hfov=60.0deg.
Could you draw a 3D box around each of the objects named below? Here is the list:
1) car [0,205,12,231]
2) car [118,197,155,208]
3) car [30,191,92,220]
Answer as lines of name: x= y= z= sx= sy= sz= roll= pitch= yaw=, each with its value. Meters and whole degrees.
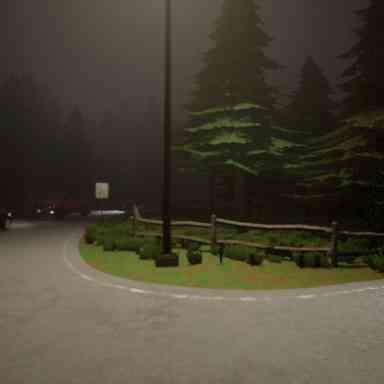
car: x=-10.590 y=1.332 z=16.318 sx=1.837 sy=1.490 sz=4.892 roll=0 pitch=0 yaw=-6
car: x=-5.812 y=1.272 z=35.478 sx=1.994 sy=1.385 sz=4.181 roll=1 pitch=1 yaw=35
car: x=-10.098 y=0.976 z=26.214 sx=2.150 sy=2.045 sz=5.566 roll=0 pitch=0 yaw=16
